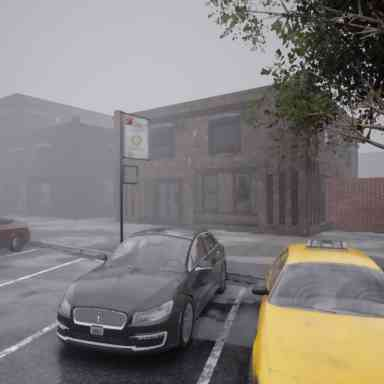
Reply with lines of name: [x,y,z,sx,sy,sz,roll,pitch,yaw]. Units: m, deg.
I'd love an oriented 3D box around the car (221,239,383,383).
car: [1.863,1.480,4.543,1.946,1.575,5.366,1,-1,16]

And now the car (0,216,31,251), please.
car: [-7.839,1.528,11.717,2.002,1.452,4.674,1,-1,16]

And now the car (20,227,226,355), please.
car: [-0.523,1.487,6.474,2.231,1.521,4.892,1,-1,16]
